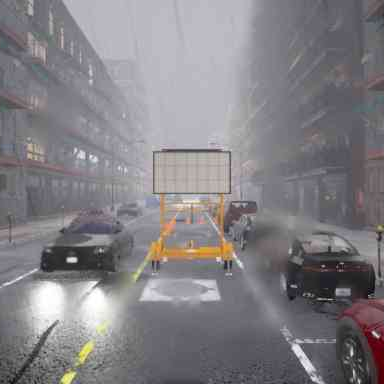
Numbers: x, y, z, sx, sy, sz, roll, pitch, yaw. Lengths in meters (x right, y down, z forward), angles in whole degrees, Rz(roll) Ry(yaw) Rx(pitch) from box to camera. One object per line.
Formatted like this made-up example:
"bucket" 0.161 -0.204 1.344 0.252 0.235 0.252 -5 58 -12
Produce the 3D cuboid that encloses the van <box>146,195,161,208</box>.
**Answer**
"van" -5.674 1.333 47.876 1.690 1.788 3.998 1 0 0

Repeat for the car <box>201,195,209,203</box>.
"car" 2.703 1.517 47.985 1.752 1.417 4.829 1 0 0

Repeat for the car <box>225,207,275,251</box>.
"car" 2.701 1.553 13.789 2.008 1.369 4.403 1 0 0

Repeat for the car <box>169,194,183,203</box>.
"car" -2.998 1.329 68.451 2.097 1.767 4.553 0 0 0

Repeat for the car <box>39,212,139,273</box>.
"car" -3.100 1.566 10.587 1.994 1.385 4.181 0 0 0

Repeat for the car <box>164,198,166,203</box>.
"car" -5.677 1.534 53.547 1.887 1.381 4.507 1 0 0

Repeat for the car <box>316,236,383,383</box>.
"car" 2.702 1.441 2.448 1.967 1.590 4.097 1 0 0

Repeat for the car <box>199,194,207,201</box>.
"car" 2.706 1.404 81.839 1.967 1.590 4.097 1 0 0

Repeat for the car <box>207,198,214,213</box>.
"car" 2.702 1.543 30.802 1.887 1.381 4.507 1 0 0

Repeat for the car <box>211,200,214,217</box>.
"car" 2.702 1.525 25.302 1.752 1.417 4.829 1 0 0

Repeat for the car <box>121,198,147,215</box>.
"car" -5.678 1.564 30.862 1.947 1.339 4.313 1 0 0

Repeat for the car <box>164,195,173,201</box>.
"car" -5.676 1.530 81.905 1.947 1.339 4.313 1 0 0

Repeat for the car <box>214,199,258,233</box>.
"car" 2.705 1.316 19.461 2.192 1.841 5.009 1 0 0

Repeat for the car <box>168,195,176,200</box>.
"car" -5.675 1.502 93.247 2.008 1.369 4.403 1 0 0

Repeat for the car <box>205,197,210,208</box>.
"car" 2.702 1.541 36.473 1.887 1.381 4.507 1 0 0

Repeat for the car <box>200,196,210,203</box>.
"car" 2.705 1.557 70.500 1.802 1.307 4.206 1 0 0

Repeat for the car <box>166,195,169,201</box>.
"car" -5.676 1.536 59.219 2.008 1.369 4.403 1 0 0

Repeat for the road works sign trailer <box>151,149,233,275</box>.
"road works sign trailer" 0.000 0.466 10.397 2.380 3.560 2.880 0 0 0

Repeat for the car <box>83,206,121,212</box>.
"car" -5.679 1.583 19.518 1.802 1.307 4.206 1 0 0

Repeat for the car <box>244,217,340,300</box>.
"car" 2.701 1.553 8.119 2.008 1.369 4.403 1 0 0

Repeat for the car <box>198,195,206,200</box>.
"car" 2.705 1.502 93.181 2.008 1.369 4.403 1 0 0

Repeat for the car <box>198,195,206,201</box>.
"car" 2.705 1.502 87.511 1.887 1.381 4.507 1 0 0

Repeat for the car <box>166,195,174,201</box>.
"car" -5.674 1.483 87.406 1.752 1.417 4.829 1 0 0

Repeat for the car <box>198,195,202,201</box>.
"car" 2.705 1.420 64.828 1.967 1.590 4.097 1 0 0
